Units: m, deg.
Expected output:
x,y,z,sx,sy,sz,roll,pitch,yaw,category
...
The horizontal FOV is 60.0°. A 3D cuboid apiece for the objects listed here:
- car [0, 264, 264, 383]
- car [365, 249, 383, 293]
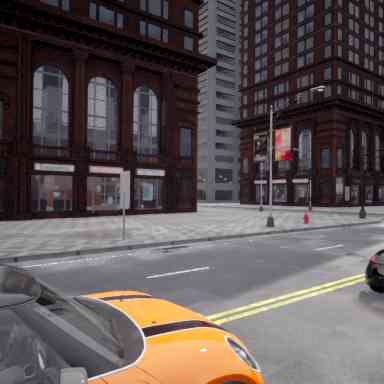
x,y,z,sx,sy,sz,roll,pitch,yaw,category
-1.563,1.352,2.324,4.553,1.767,2.097,0,0,-36,car
5.863,1.576,7.646,4.181,1.385,1.994,0,0,-35,car
